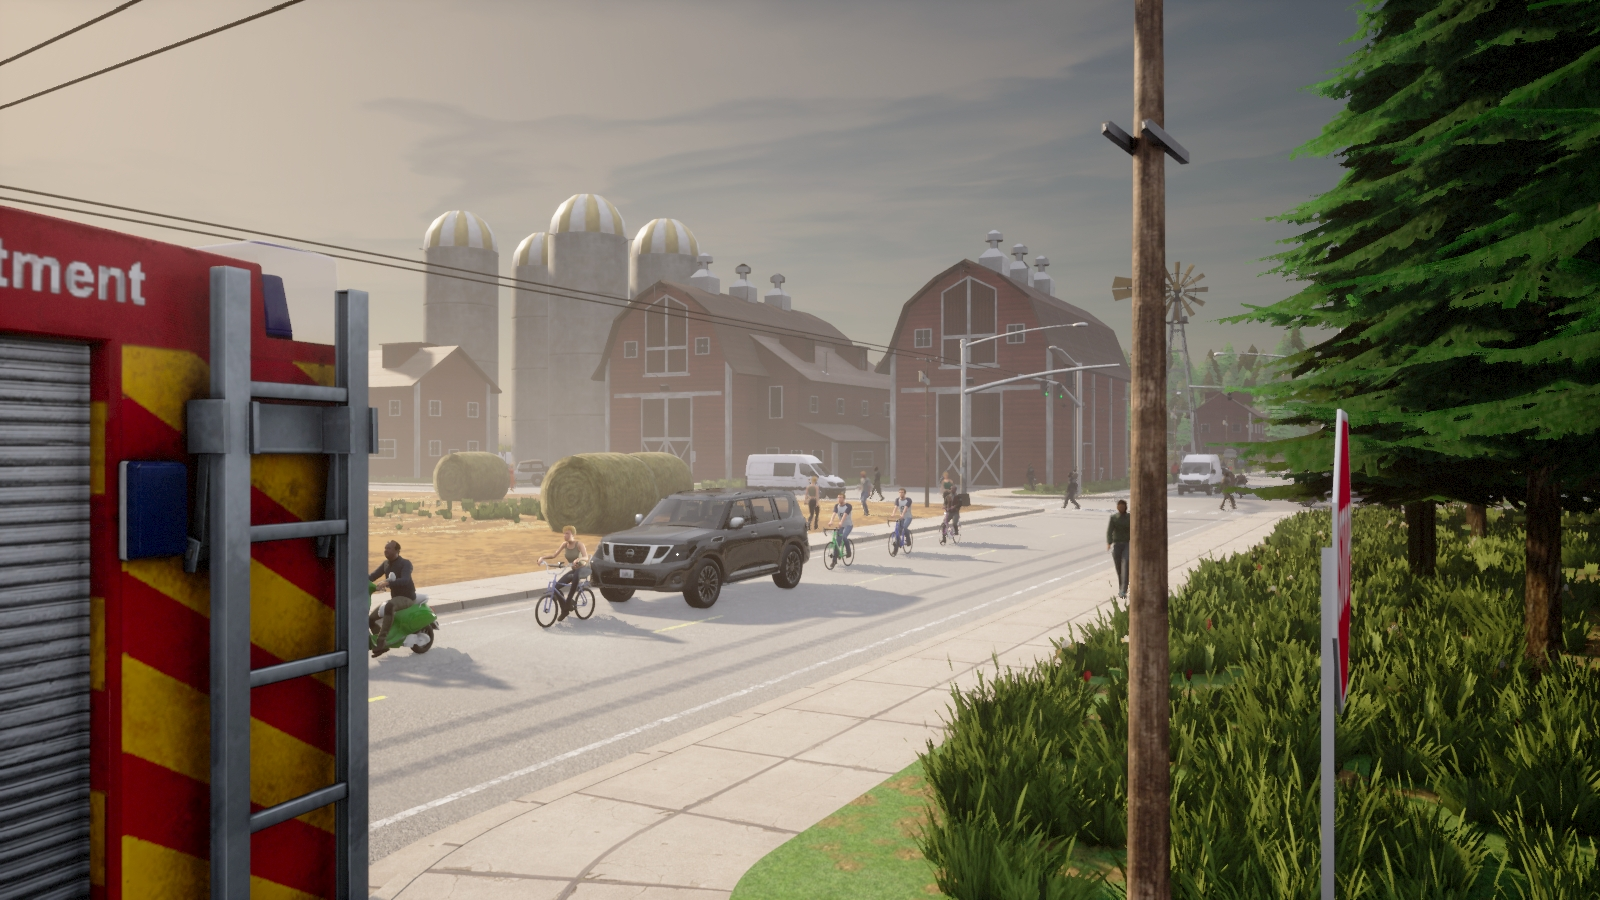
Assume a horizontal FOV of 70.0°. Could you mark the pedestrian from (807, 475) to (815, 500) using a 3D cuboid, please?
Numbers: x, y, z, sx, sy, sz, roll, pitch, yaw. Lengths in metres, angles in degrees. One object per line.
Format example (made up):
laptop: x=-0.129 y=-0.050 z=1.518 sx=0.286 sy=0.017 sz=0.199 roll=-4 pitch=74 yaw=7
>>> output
pedestrian: x=0.578 y=1.951 z=59.683 sx=0.375 sy=1.300 sz=0.375 roll=0 pitch=0 yaw=15

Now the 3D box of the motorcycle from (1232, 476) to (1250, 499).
motorcycle: x=26.173 y=2.206 z=67.783 sx=0.867 sy=1.251 sz=2.209 roll=1 pitch=1 yaw=23

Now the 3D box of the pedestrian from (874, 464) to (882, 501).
pedestrian: x=3.981 y=1.670 z=58.495 sx=0.375 sy=1.860 sz=0.375 roll=0 pitch=0 yaw=12

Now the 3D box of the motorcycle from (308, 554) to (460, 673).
motorcycle: x=-5.551 y=2.142 z=15.363 sx=0.856 sy=1.316 sz=1.805 roll=0 pitch=0 yaw=28

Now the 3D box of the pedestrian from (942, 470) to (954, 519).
pedestrian: x=5.648 y=1.695 z=43.590 sx=0.375 sy=1.860 sz=0.375 roll=0 pitch=0 yaw=23

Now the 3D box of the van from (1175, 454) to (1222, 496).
van: x=25.720 y=1.534 z=73.539 sx=1.988 sy=2.561 sz=5.915 roll=0 pitch=0 yaw=28

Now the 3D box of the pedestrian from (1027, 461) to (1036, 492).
pedestrian: x=14.001 y=1.617 z=69.141 sx=0.375 sy=1.860 sz=0.375 roll=0 pitch=0 yaw=-26

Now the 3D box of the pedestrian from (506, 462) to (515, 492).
pedestrian: x=-17.879 y=1.671 z=70.655 sx=0.375 sy=1.860 sz=0.375 roll=0 pitch=0 yaw=28

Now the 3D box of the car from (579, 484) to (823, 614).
car: x=-1.735 y=1.779 z=22.475 sx=2.150 sy=2.045 sz=5.566 roll=0 pitch=0 yaw=27

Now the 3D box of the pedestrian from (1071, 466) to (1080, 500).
pedestrian: x=15.364 y=1.824 z=63.772 sx=0.375 sy=1.860 sz=0.375 roll=0 pitch=0 yaw=29

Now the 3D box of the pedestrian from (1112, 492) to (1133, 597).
pedestrian: x=5.829 y=1.696 z=20.647 sx=0.375 sy=1.860 sz=0.375 roll=0 pitch=0 yaw=17

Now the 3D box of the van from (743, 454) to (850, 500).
van: x=-0.217 y=1.504 z=65.699 sx=5.915 sy=2.561 sz=1.988 roll=0 pitch=0 yaw=27

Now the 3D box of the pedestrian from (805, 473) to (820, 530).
pedestrian: x=0.416 y=1.690 z=37.624 sx=0.375 sy=1.860 sz=0.375 roll=0 pitch=0 yaw=23

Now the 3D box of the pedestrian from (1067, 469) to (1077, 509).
pedestrian: x=12.754 y=1.843 z=53.547 sx=0.375 sy=1.860 sz=0.375 roll=0 pitch=0 yaw=33

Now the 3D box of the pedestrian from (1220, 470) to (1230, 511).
pedestrian: x=19.440 y=1.838 z=52.247 sx=0.375 sy=1.860 sz=0.375 roll=0 pitch=0 yaw=34

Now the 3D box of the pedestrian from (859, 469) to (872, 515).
pedestrian: x=2.640 y=1.677 z=45.860 sx=0.375 sy=1.860 sz=0.375 roll=0 pitch=0 yaw=-42

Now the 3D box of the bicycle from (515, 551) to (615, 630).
bicycle: x=-3.810 y=2.256 z=18.631 sx=0.859 sy=1.080 sz=1.487 roll=0 pitch=0 yaw=28

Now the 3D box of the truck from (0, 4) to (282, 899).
truck: x=-6.059 y=0.867 z=3.677 sx=8.468 sy=3.827 sz=2.891 roll=0 pitch=0 yaw=21
